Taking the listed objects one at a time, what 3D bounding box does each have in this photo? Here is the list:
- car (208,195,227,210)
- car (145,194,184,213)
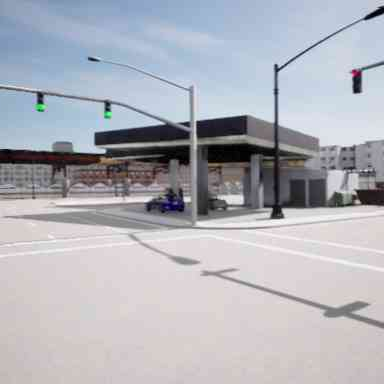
[{"bbox_3d":[1.876,1.082,34.396,1.970,1.475,3.806,-1,1,-32],"label":"car"},{"bbox_3d":[-2.569,1.006,30.674,2.242,1.667,4.611,-1,1,-32],"label":"car"}]
